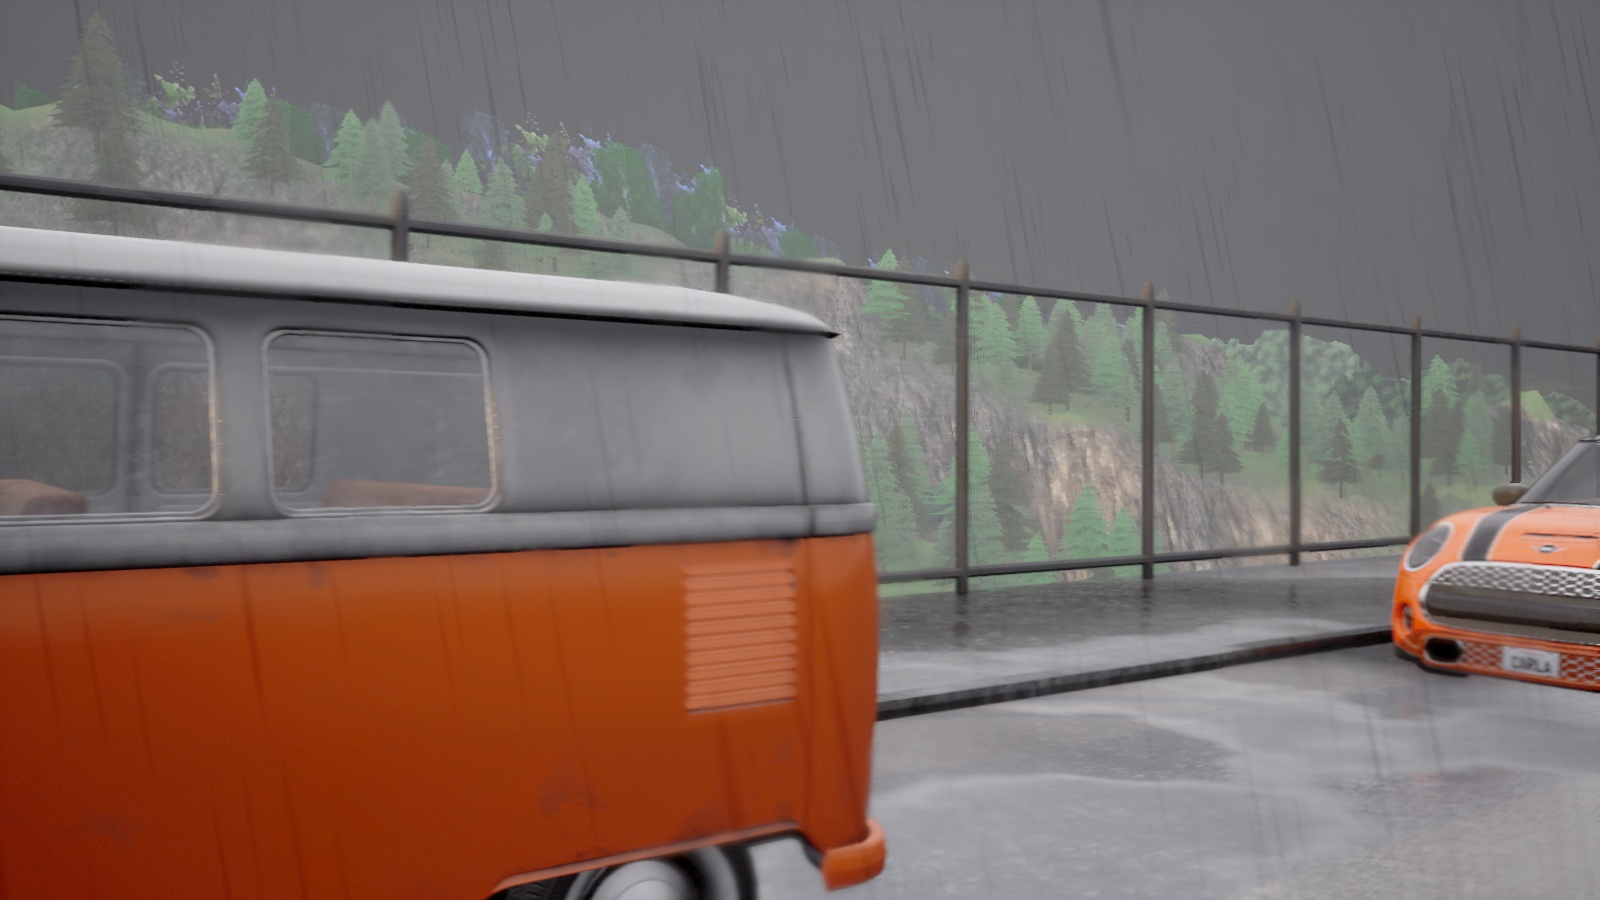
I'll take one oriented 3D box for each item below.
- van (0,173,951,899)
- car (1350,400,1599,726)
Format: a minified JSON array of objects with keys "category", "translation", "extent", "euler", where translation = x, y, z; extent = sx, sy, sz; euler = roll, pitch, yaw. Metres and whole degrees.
[{"category":"van","translation":[-1.914,0.509,2.934],"extent":[4.442,1.987,1.775],"euler":[0,0,-35]},{"category":"car","translation":[5.968,0.611,8.430],"extent":[4.553,1.767,2.097],"euler":[0,0,-35]}]
